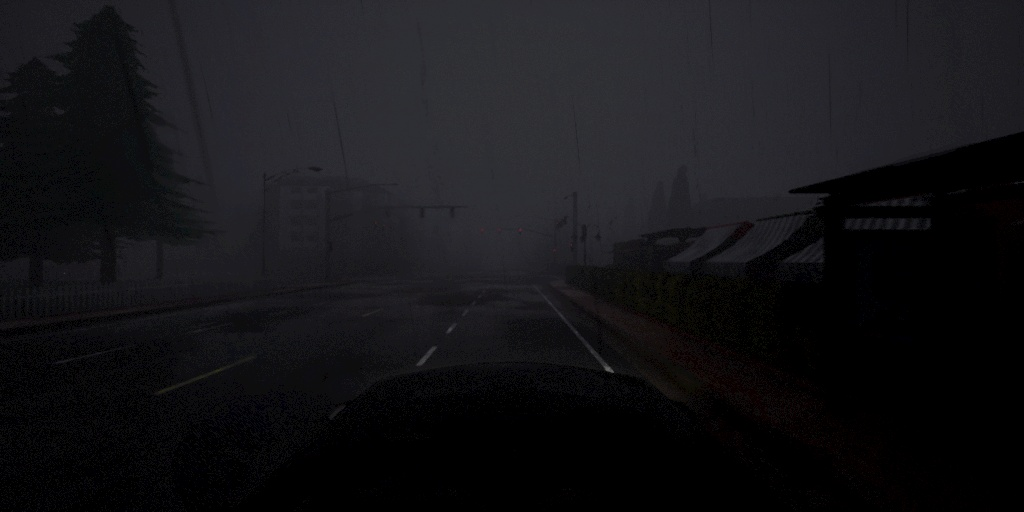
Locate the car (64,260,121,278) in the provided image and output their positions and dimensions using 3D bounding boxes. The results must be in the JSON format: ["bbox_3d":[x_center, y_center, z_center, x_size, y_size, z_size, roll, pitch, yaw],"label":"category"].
[{"bbox_3d":[-48.075,1.489,40.857,5.566,2.045,2.150,0,-1,1],"label":"car"}]

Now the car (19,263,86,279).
[{"bbox_3d":[-48.193,1.697,37.356,4.892,1.490,1.837,0,-1,1],"label":"car"}]
